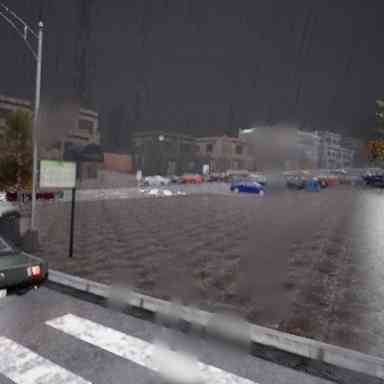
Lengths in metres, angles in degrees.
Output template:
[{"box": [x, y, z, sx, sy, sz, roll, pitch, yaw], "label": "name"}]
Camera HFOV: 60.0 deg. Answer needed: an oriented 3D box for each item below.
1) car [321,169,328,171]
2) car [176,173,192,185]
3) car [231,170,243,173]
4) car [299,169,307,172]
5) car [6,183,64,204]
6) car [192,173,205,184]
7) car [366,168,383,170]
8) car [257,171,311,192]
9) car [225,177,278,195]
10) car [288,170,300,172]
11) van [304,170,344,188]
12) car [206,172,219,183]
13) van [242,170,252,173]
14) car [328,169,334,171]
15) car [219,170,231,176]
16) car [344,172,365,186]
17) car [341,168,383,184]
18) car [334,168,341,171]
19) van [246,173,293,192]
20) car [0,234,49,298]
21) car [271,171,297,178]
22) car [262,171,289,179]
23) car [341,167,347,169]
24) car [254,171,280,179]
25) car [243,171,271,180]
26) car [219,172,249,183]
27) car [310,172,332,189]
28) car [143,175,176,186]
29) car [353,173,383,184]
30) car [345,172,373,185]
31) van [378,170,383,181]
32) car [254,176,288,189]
[{"box": [28.690, -4.451, 78.392, 4.674, 1.452, 2.002, 3, 5, 31], "label": "car"}, {"box": [-2.974, -1.930, 52.222, 4.792, 1.488, 2.163, 3, 6, 30], "label": "car"}, {"box": [6.051, -2.692, 59.769, 5.008, 1.535, 2.097, 3, 6, 30], "label": "car"}, {"box": [21.890, -3.957, 72.810, 4.892, 1.521, 2.231, 3, 6, 31], "label": "car"}, {"box": [-13.345, -0.068, 28.663, 2.097, 1.767, 4.553, 5, 5, 31], "label": "car"}, {"box": [-0.714, -2.267, 54.087, 4.553, 1.767, 2.185, 3, 6, 30], "label": "car"}, {"box": [32.803, -2.771, 58.750, 5.566, 2.045, 2.435, 4, 7, 30], "label": "car"}, {"box": [11.541, -1.143, 42.053, 5.566, 2.045, 2.435, 5, 8, 32], "label": "car"}, {"box": [6.834, -0.535, 38.402, 5.008, 1.535, 2.097, 5, 7, 32], "label": "car"}, {"box": [17.005, -2.706, 60.523, 4.892, 1.490, 1.837, -5, 7, -39], "label": "car"}, {"box": [18.767, -1.647, 47.502, 4.442, 1.987, 1.878, 4, 7, 32], "label": "van"}, {"box": [1.499, -2.297, 56.015, 4.792, 1.488, 2.163, 3, 6, 30], "label": "car"}, {"box": [8.213, -3.103, 61.676, 4.442, 1.987, 1.878, 3, 6, 30], "label": "van"}, {"box": [30.981, -4.781, 80.201, 4.553, 1.767, 2.185, 3, 6, 31], "label": "car"}, {"box": [3.814, -2.632, 57.852, 4.553, 1.767, 2.185, 3, 6, 30], "label": "car"}, {"box": [23.392, -1.789, 51.277, 4.892, 1.521, 2.231, 4, 8, 31], "label": "car"}, {"box": [28.127, -2.403, 54.979, 5.566, 2.045, 2.435, 4, 7, 31], "label": "car"}, {"box": [33.235, -4.820, 82.079, 5.008, 1.535, 2.097, 3, 6, 31], "label": "car"}, {"box": [9.304, -0.930, 40.150, 4.442, 1.987, 1.878, 5, 7, 32], "label": "van"}, {"box": [-5.236, 1.504, 7.256, 4.718, 1.301, 1.895, 2, 1, 36], "label": "car"}, {"box": [19.625, -3.777, 70.956, 4.892, 1.521, 2.231, 3, 6, 30], "label": "car"}, {"box": [17.354, -3.598, 69.105, 5.008, 1.535, 2.097, 3, 6, 30], "label": "car"}, {"box": [35.498, -4.974, 83.936, 5.008, 1.535, 2.097, 3, 5, 31], "label": "car"}, {"box": [15.121, -3.386, 67.224, 4.792, 1.488, 2.163, 3, 6, 30], "label": "car"}, {"box": [12.830, -3.236, 65.378, 5.008, 1.535, 2.097, 3, 6, 30], "label": "car"}, {"box": [7.068, -1.962, 53.379, 4.181, 1.385, 1.994, -4, 7, -34], "label": "car"}, {"box": [16.274, -1.377, 45.748, 4.553, 1.767, 2.185, 4, 7, 32], "label": "car"}, {"box": [-5.263, -1.737, 50.351, 4.674, 1.452, 2.002, 3, 6, 30], "label": "car"}, {"box": [30.445, -2.338, 56.905, 4.892, 1.521, 2.231, 4, 7, 31], "label": "car"}, {"box": [25.768, -1.941, 53.137, 4.792, 1.488, 2.163, 4, 7, 31], "label": "car"}, {"box": [37.510, -3.109, 62.493, 4.442, 1.987, 1.878, 4, 7, 30], "label": "van"}, {"box": [11.166, -1.396, 47.350, 1.812, 1.442, 4.674, -4, 7, -33], "label": "car"}]
